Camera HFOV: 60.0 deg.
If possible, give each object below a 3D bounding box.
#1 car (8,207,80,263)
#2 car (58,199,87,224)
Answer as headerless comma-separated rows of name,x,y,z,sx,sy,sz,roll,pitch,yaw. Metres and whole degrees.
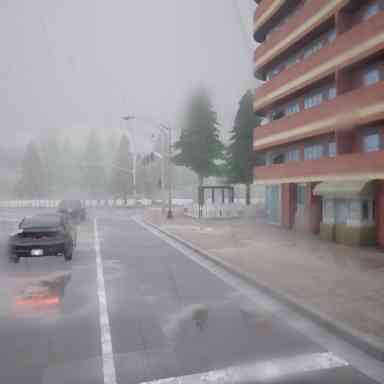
car,-5.227,1.515,12.044,1.837,1.490,4.892,0,0,-17
car,-9.527,1.365,26.383,2.097,1.767,4.553,0,0,-17
